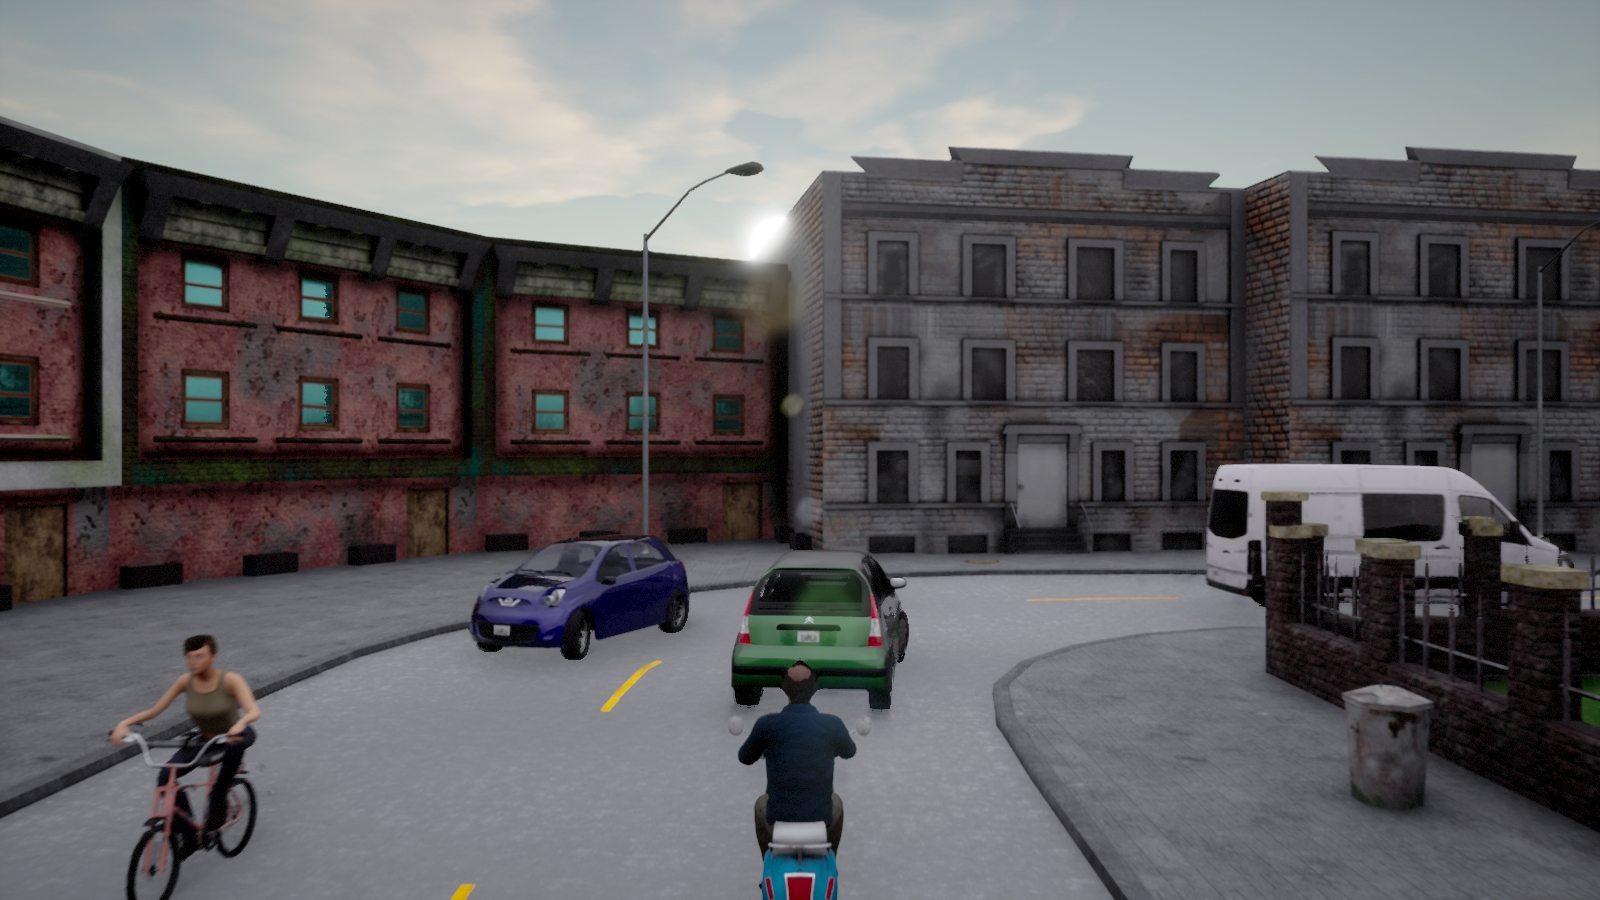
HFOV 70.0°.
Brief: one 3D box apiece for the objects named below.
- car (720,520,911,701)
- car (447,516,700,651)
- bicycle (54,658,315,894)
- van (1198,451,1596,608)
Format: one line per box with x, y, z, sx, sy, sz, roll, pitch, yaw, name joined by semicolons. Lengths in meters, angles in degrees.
0.337;1.781;13.875;1.851;1.617;3.988;0;0;8;car
-3.158;1.820;16.638;1.845;1.501;3.633;0;0;25;car
-3.902;2.037;7.404;0.859;1.080;1.487;0;1;1;bicycle
10.197;1.313;19.793;5.915;2.561;1.988;0;0;-3;van
